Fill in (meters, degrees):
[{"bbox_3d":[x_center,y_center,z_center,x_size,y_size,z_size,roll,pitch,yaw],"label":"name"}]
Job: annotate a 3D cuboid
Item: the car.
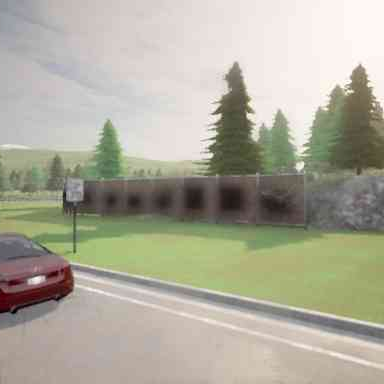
[{"bbox_3d":[-4.447,1.571,7.184,4.181,1.385,1.994,0,0,35],"label":"car"}]
